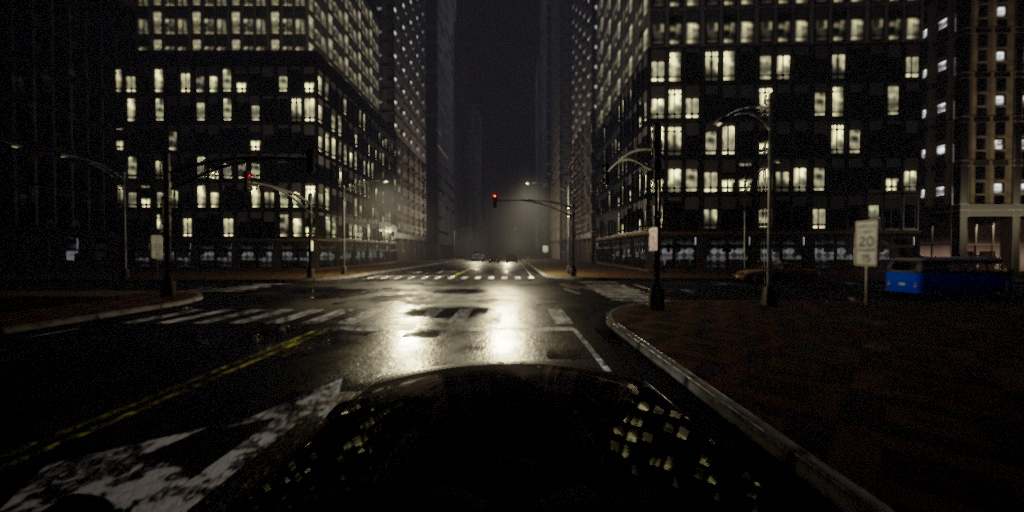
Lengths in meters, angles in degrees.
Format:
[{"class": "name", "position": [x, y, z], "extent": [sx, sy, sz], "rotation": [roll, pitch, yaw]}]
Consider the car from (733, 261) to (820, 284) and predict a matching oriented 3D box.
[{"class": "car", "position": [17.080, 1.019, 23.296], "extent": [4.829, 1.417, 1.751], "rotation": [0, 0, 2]}]

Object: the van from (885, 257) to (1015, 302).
[{"class": "van", "position": [18.353, 0.948, 15.126], "extent": [3.998, 1.789, 1.690], "rotation": [0, 0, 2]}]
